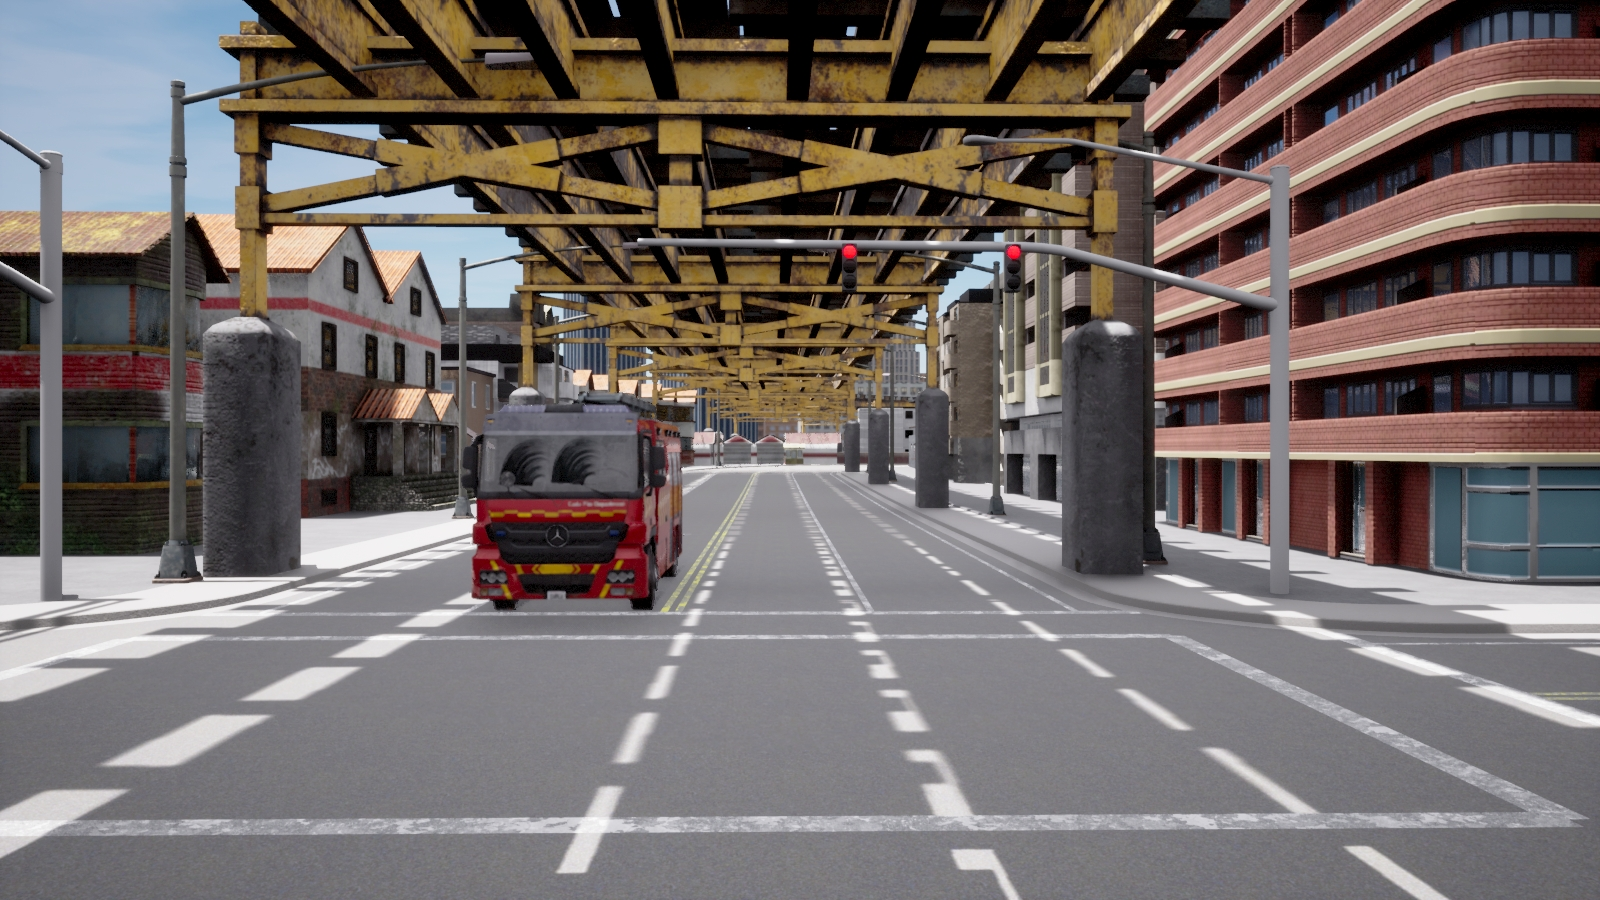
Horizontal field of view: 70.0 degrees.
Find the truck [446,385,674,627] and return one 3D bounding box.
[{"bbox_3d":[-4.277,0.891,22.357,2.891,3.827,8.468,0,0,-2],"label":"truck"}]
